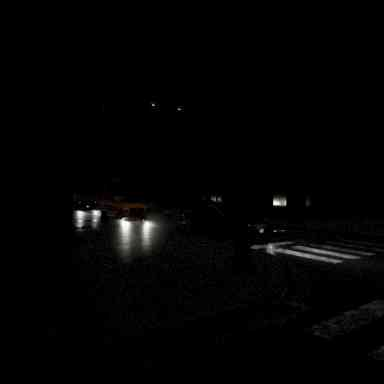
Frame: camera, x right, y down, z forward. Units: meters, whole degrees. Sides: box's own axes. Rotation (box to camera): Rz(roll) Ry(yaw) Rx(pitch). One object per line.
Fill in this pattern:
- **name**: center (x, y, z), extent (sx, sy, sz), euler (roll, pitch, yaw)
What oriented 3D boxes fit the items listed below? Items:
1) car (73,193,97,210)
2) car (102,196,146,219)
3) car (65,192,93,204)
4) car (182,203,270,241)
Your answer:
- **car**: center (-11.189, 1.042, 33.502), extent (1.895, 1.301, 4.718), euler (0, 1, -35)
- **car**: center (-5.175, 1.094, 24.947), extent (1.882, 1.535, 5.008), euler (0, 1, -35)
- **car**: center (-15.034, 0.779, 44.087), extent (2.033, 1.411, 5.357), euler (0, 1, -36)
- **car**: center (1.438, 1.293, 15.556), extent (2.128, 1.511, 4.902), euler (0, 1, -35)
